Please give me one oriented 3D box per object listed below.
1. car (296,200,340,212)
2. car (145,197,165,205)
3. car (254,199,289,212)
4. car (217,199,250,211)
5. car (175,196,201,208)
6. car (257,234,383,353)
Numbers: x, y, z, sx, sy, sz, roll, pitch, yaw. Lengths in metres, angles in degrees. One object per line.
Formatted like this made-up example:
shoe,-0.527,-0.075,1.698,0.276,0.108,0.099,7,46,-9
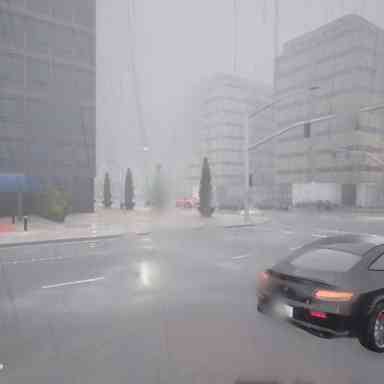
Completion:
car,14.542,1.601,38.680,1.895,1.301,4.718,0,0,-35
car,-6.161,1.564,55.686,1.994,1.385,4.181,0,0,-35
car,9.445,1.564,39.852,1.994,1.385,4.181,0,0,-35
car,4.916,1.564,39.870,1.994,1.385,4.181,0,0,-35
car,-0.467,1.352,47.548,2.097,1.767,4.553,0,0,-35
car,3.210,1.526,6.110,4.674,1.442,1.812,0,0,-35
